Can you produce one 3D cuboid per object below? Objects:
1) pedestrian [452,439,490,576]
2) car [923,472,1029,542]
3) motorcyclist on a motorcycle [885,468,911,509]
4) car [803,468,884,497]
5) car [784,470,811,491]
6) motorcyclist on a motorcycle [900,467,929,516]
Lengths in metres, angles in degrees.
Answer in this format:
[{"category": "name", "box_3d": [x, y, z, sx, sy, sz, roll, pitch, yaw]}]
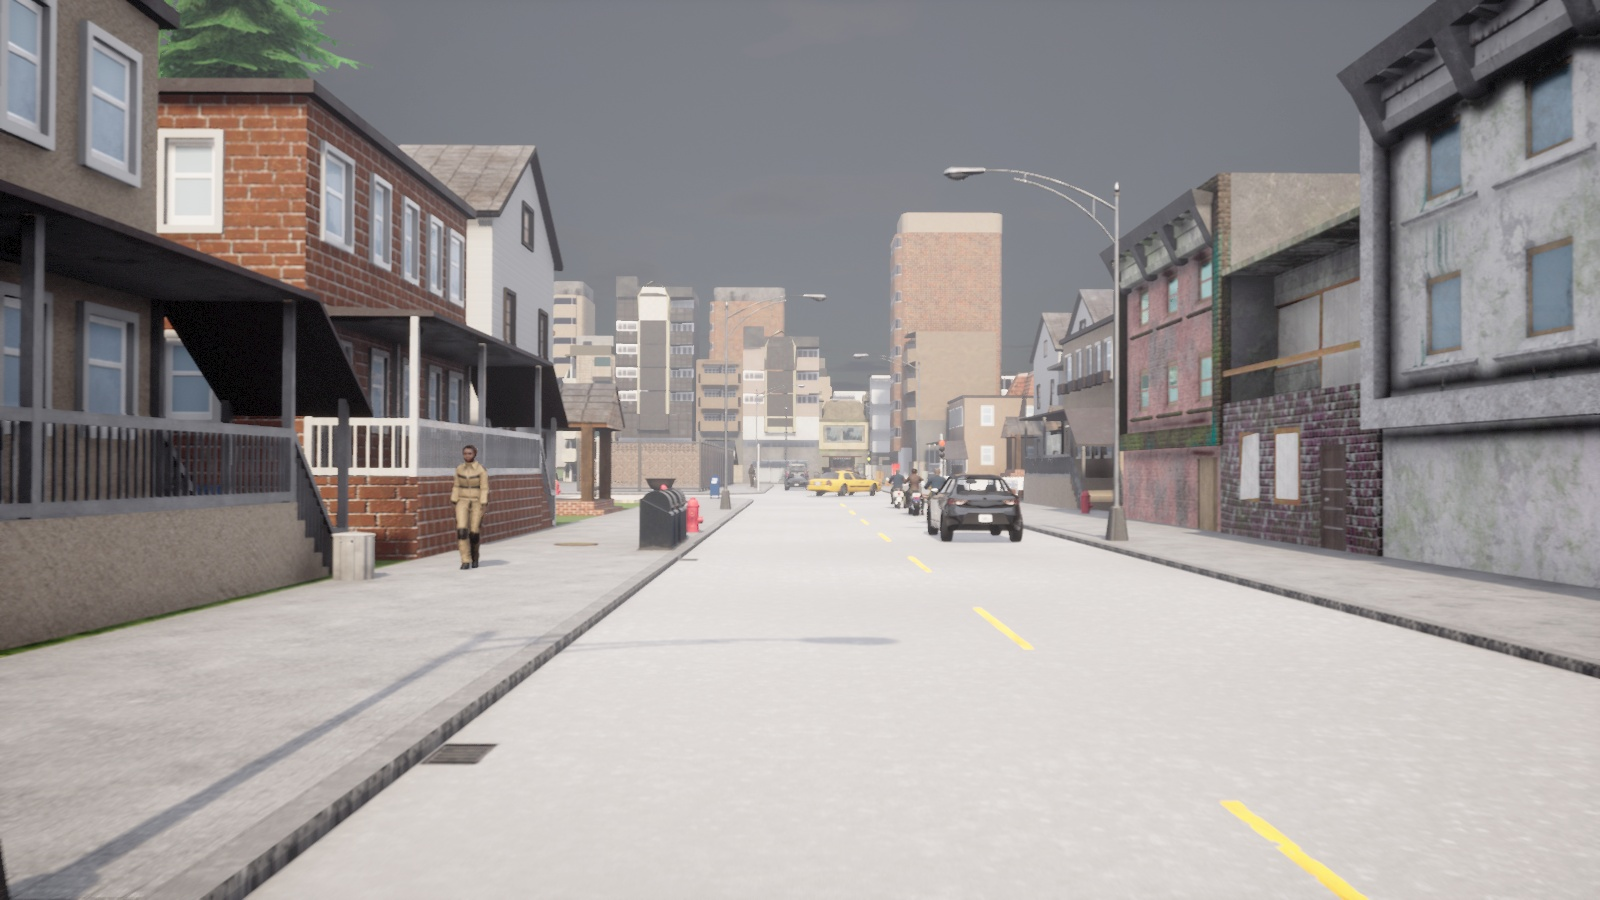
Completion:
[{"category": "pedestrian", "box_3d": [-4.728, 0.815, 18.062, 0.396, 1.930, 0.692, 0, -1, -3]}, {"category": "car", "box_3d": [3.928, 1.245, 28.636, 1.816, 1.474, 4.193, 0, -1, 0]}, {"category": "motorcyclist on a motorcycle", "box_3d": [3.886, 1.510, 50.059, 0.866, 1.590, 1.817, 0, -1, 0]}, {"category": "car", "box_3d": [2.533, 1.832, 71.900, 1.801, 1.575, 5.366, -1, -1, 39]}, {"category": "car", "box_3d": [-0.183, 2.214, 91.404, 1.816, 1.474, 4.193, 0, -1, 1]}, {"category": "motorcyclist on a motorcycle", "box_3d": [3.893, 1.400, 42.991, 0.766, 1.649, 2.350, 0, -1, 0]}]
